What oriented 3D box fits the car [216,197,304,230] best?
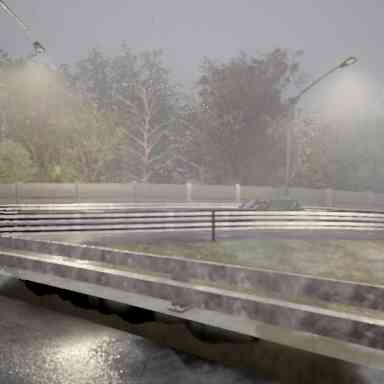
[{"bbox_3d":[4.336,1.376,21.025,5.566,2.045,2.150,0,0,-13],"label":"car"}]
